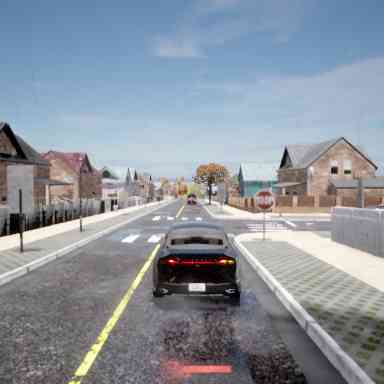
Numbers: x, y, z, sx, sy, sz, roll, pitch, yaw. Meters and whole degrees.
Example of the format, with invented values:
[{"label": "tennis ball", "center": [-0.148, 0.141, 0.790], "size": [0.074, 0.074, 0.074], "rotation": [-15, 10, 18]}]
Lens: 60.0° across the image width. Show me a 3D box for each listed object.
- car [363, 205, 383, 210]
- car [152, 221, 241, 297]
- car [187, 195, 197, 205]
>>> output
[{"label": "car", "center": [12.390, 1.598, 22.772], "size": [4.181, 1.385, 1.994], "rotation": [1, 2, 8]}, {"label": "car", "center": [0.109, 1.503, 8.531], "size": [1.837, 1.490, 4.892], "rotation": [0, 0, 0]}, {"label": "car", "center": [-0.059, 1.845, 65.885], "size": [1.895, 1.301, 4.718], "rotation": [0, 0, 0]}]
